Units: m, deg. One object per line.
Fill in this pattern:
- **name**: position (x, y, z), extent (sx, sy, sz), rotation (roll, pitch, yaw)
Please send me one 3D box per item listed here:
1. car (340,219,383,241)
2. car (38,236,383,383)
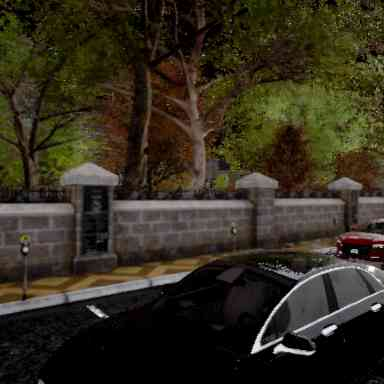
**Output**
- **car**: position (6.924, 1.653, 11.892), extent (4.507, 1.381, 1.887), rotation (0, 0, -37)
- **car**: position (0.837, 1.538, 3.913), extent (4.892, 1.490, 1.837), rotation (0, -1, -37)
